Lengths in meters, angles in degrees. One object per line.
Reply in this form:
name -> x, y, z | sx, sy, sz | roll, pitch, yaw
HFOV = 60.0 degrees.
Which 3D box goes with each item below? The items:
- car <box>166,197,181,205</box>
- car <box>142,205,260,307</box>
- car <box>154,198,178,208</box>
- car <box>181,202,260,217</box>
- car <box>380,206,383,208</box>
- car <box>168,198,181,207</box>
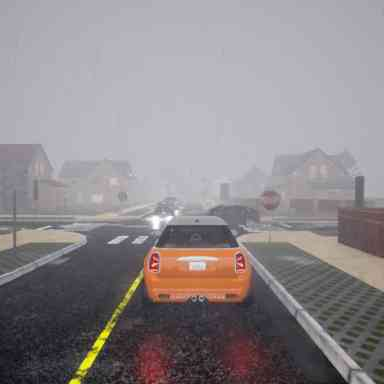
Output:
car -> -2.846, 1.443, 45.017 | 2.097, 1.767, 4.553 | 0, 0, 0
car -> 0.100, 1.352, 8.126 | 2.097, 1.767, 4.553 | 0, 0, 0
car -> -2.852, 1.651, 35.102 | 1.895, 1.301, 4.718 | 0, 0, 0
car -> 2.043, 1.538, 21.428 | 4.892, 1.490, 1.837 | 0, 0, -22
car -> 14.110, 1.643, 23.131 | 5.357, 1.411, 2.033 | 0, 0, 0
car -> -2.842, 1.668, 55.245 | 1.812, 1.442, 4.674 | 0, 0, 0
